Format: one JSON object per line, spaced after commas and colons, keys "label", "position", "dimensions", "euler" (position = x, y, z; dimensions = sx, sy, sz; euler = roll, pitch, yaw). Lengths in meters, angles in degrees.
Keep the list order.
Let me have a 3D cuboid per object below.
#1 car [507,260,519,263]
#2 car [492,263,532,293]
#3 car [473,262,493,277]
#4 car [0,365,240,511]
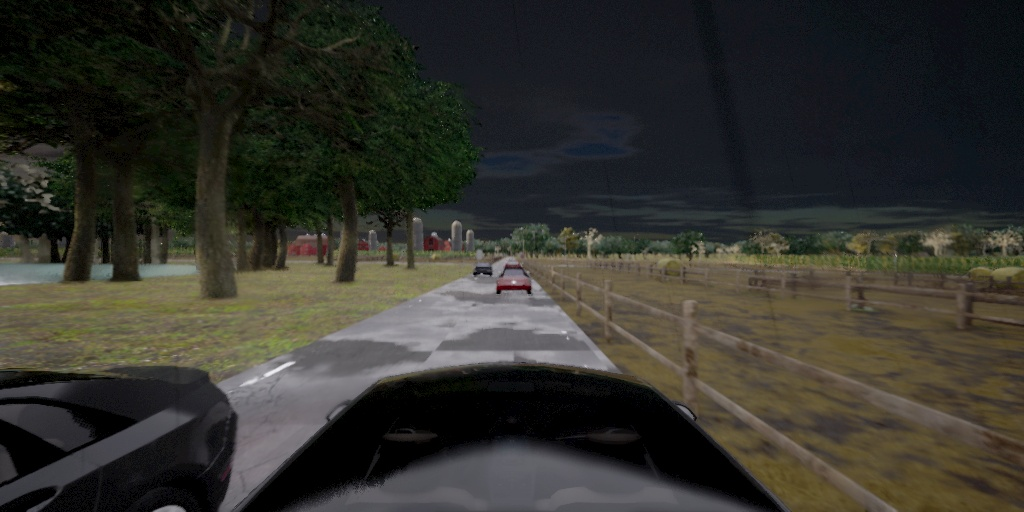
{"label": "car", "position": [0.109, 1.241, 40.937], "dimensions": [1.882, 1.535, 5.008], "euler": [0, 0, 0]}
{"label": "car", "position": [0.103, 1.327, 20.703], "dimensions": [1.994, 1.385, 4.181], "euler": [0, 0, 0]}
{"label": "car", "position": [-2.835, 1.313, 36.328], "dimensions": [2.033, 1.411, 5.357], "euler": [0, 0, 0]}
{"label": "car", "position": [-2.841, 1.253, 0.517], "dimensions": [1.837, 1.490, 4.892], "euler": [0, 0, 0]}
